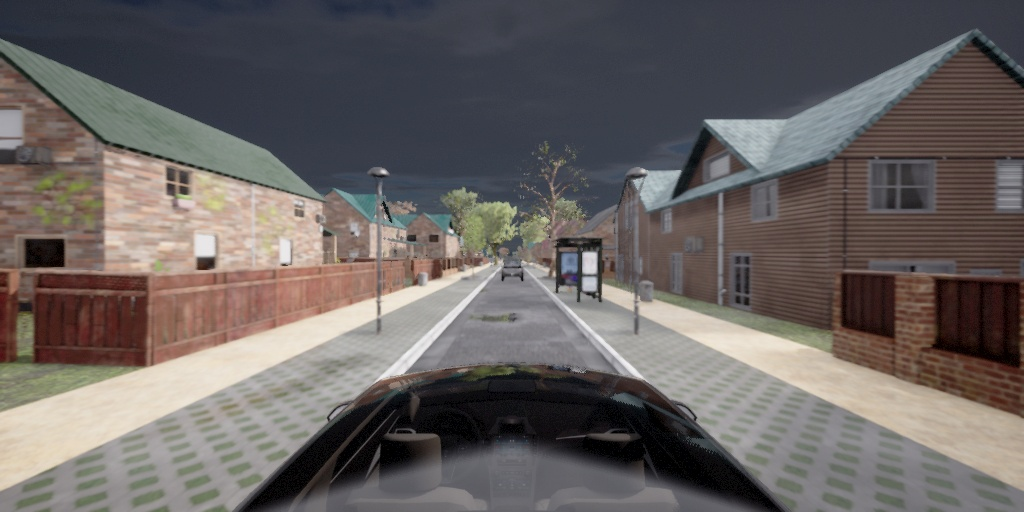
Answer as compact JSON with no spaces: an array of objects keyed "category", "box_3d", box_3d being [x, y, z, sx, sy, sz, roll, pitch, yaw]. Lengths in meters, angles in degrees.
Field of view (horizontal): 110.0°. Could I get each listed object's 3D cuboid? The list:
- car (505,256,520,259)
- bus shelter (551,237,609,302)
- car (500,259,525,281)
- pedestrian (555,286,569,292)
[{"category":"car","box_3d":[0.078,0.977,45.214,2.150,2.045,5.566,0,0,0]},{"category":"bus shelter","box_3d":[3.010,0.617,16.297,1.920,2.740,3.880,0,0,0]},{"category":"car","box_3d":[0.052,1.236,30.122,2.128,1.511,4.902,0,0,0]},{"category":"pedestrian","box_3d":[2.523,0.883,18.048,0.375,1.860,0.375,-1,1,0]}]
